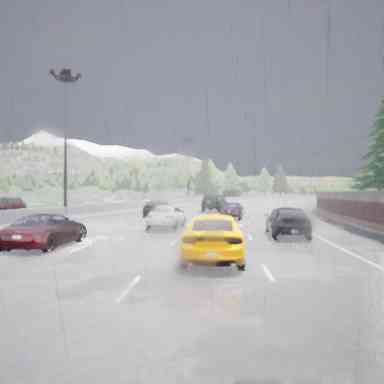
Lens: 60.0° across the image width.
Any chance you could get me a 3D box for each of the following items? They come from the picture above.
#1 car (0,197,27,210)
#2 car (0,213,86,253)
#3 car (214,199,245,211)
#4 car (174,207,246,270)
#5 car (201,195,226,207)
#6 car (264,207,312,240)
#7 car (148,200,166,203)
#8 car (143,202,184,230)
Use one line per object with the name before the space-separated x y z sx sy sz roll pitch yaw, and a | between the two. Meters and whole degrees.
car | -15.102 1.173 26.053 2.097 1.767 4.553 0 0 10
car | -6.028 1.576 13.808 1.994 1.385 4.181 0 0 5
car | 3.550 1.618 29.151 2.033 1.411 5.357 0 0 13
car | 0.735 1.503 11.270 1.882 1.535 5.008 0 0 5
car | 2.688 1.311 39.399 2.150 2.045 5.566 0 0 17
car | 4.965 1.555 17.440 1.837 1.490 4.892 0 0 8
car | -3.096 1.561 31.222 1.837 1.490 4.892 0 0 13
car | -1.549 1.565 20.978 1.812 1.442 4.674 0 0 9
